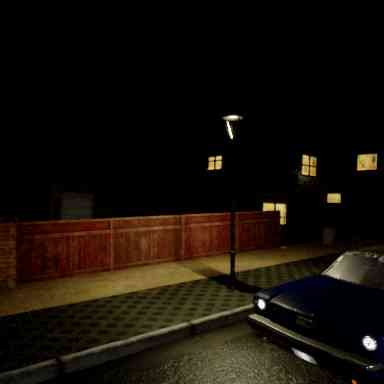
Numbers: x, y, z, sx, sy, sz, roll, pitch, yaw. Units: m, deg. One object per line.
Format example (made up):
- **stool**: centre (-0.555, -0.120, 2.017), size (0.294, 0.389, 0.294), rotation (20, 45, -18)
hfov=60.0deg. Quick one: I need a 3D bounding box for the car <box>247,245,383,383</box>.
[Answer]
- **car**: centre (3.097, 1.606, 5.176), size (4.718, 1.301, 1.895), rotation (0, 0, -36)
